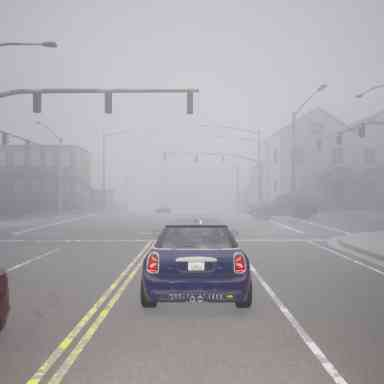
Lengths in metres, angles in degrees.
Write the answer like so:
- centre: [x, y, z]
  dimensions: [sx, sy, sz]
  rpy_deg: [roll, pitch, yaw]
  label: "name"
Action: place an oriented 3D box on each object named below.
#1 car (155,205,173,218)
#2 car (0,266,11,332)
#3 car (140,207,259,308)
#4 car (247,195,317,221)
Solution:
- centre: [-3.564, 2.569, 42.575]
  dimensions: [1.895, 1.301, 4.718]
  rpy_deg: [0, -8, 0]
  label: "car"
- centre: [-3.611, 1.477, 2.844]
  dimensions: [1.882, 1.535, 5.008]
  rpy_deg: [0, 0, 0]
  label: "car"
- centre: [0.091, 1.352, 8.092]
  dimensions: [2.097, 1.767, 4.553]
  rpy_deg: [0, 0, 0]
  label: "car"
- centre: [7.397, 1.227, 27.276]
  dimensions: [5.566, 2.045, 2.150]
  rpy_deg: [0, 0, -7]
  label: "car"
